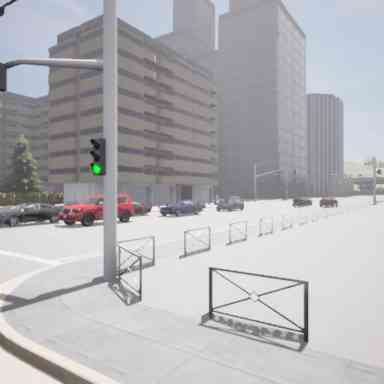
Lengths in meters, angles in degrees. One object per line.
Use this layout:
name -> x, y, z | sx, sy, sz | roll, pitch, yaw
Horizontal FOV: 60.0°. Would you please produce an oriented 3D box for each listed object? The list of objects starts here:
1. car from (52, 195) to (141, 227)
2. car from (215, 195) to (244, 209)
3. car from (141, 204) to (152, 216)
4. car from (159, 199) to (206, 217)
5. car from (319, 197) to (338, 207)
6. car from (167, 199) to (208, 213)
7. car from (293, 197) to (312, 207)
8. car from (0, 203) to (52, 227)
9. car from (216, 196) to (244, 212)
car -> -6.550, 1.233, 23.524 | 2.150, 2.045, 5.566 | 0, 0, 35
car -> 5.385, 1.365, 46.938 | 2.097, 1.767, 4.553 | 0, 0, 35
car -> -5.953, 1.614, 30.557 | 1.895, 1.301, 4.718 | 0, 0, 35
car -> -1.006, 1.612, 31.569 | 1.895, 1.301, 4.718 | 0, 0, 35
car -> 20.874, 1.484, 50.652 | 1.882, 1.535, 5.008 | 0, 0, 35
car -> -0.407, 1.561, 38.601 | 2.033, 1.411, 5.357 | 0, 0, 35
car -> 17.091, 1.486, 51.297 | 1.882, 1.535, 5.008 | 0, 0, 35
car -> -11.213, 1.505, 22.925 | 2.128, 1.511, 4.902 | 0, 0, 35
car -> 4.679, 1.537, 39.790 | 1.812, 1.442, 4.674 | 0, 0, 35
